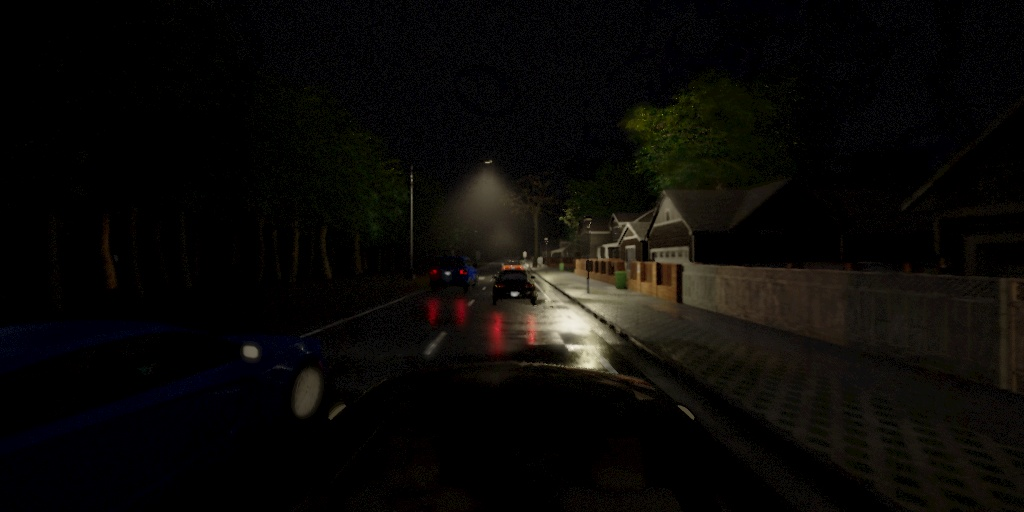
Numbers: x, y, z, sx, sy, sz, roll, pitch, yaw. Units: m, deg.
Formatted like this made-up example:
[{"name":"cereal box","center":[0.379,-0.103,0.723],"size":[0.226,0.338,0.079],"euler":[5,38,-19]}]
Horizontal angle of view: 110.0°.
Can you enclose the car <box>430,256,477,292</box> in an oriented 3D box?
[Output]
[{"name":"car","center":[-3.405,1.029,21.722],"size":[2.150,2.045,5.566],"euler":[0,0,0]}]

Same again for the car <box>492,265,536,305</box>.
[{"name":"car","center":[0.096,1.319,16.324],"size":[1.812,1.442,4.674],"euler":[0,0,0]}]

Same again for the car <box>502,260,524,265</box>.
[{"name":"car","center":[0.089,1.185,34.152],"size":[2.097,1.767,4.553],"euler":[0,0,0]}]

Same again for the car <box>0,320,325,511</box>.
[{"name":"car","center":[-3.399,1.231,2.736],"size":[1.882,1.535,5.008],"euler":[0,0,0]}]
